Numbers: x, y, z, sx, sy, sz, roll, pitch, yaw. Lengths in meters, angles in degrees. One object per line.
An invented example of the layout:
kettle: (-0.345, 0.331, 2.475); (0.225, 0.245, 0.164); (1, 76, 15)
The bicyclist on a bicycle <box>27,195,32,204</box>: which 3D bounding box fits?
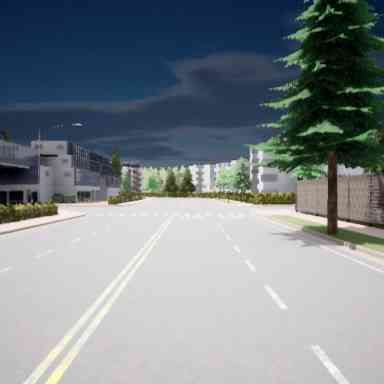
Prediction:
bicyclist on a bicycle: (-25.418, 1.276, 51.932); (0.582, 1.620, 1.656); (0, 0, 0)
